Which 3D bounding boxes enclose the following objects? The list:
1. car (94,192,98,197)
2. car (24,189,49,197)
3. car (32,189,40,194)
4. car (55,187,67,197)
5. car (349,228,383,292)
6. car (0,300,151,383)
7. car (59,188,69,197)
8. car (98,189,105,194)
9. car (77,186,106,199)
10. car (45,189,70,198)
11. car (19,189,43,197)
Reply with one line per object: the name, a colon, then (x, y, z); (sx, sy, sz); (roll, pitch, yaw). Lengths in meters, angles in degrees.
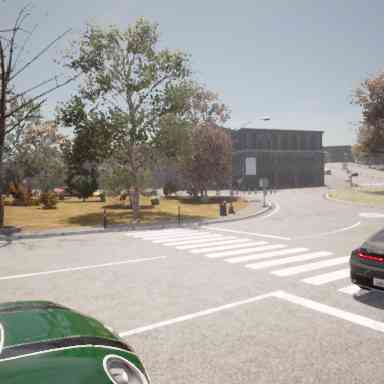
car: (-16.799, 0.286, 61.753); (1.946, 1.575, 5.366); (-1, 2, 17)
car: (-35.634, 0.194, 76.308); (1.946, 1.575, 5.366); (0, 3, 18)
car: (-33.268, 0.102, 74.604); (2.185, 1.767, 4.553); (0, 2, 18)
car: (-26.238, 0.061, 69.101); (2.435, 2.045, 5.566); (0, 2, 17)
car: (5.597, 1.474, 7.702); (4.892, 1.490, 1.837); (0, 0, -35)
car: (-2.461, 1.353, 1.986); (4.553, 1.767, 2.097); (0, 0, -36)
car: (-23.875, 0.350, 67.296); (2.163, 1.488, 4.792); (-1, 2, 17)
car: (-14.386, 0.124, 60.127); (2.185, 1.767, 4.553); (-2, 2, 16)
car: (-19.139, 0.053, 63.744); (2.435, 2.045, 5.566); (-2, 2, 17)
car: (-28.585, 0.293, 70.958); (2.231, 1.521, 4.892); (-1, 2, 18)
car: (-37.889, 0.150, 78.347); (2.097, 1.535, 5.008); (0, 3, 19)
